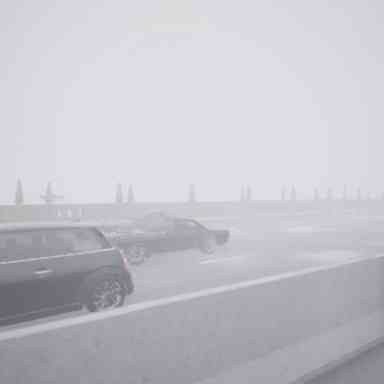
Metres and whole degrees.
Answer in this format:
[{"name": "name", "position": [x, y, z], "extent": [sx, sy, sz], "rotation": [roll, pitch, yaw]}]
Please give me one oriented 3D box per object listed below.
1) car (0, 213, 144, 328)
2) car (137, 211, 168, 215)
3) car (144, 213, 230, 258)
[{"name": "car", "position": [-3.416, 1.353, 5.851], "extent": [4.553, 1.767, 2.097], "rotation": [0, 0, -35]}, {"name": "car", "position": [-2.076, 1.568, 15.393], "extent": [4.181, 1.385, 1.994], "rotation": [0, 0, -35]}, {"name": "car", "position": [-0.977, 1.604, 11.886], "extent": [4.718, 1.301, 1.895], "rotation": [0, 0, -35]}]
